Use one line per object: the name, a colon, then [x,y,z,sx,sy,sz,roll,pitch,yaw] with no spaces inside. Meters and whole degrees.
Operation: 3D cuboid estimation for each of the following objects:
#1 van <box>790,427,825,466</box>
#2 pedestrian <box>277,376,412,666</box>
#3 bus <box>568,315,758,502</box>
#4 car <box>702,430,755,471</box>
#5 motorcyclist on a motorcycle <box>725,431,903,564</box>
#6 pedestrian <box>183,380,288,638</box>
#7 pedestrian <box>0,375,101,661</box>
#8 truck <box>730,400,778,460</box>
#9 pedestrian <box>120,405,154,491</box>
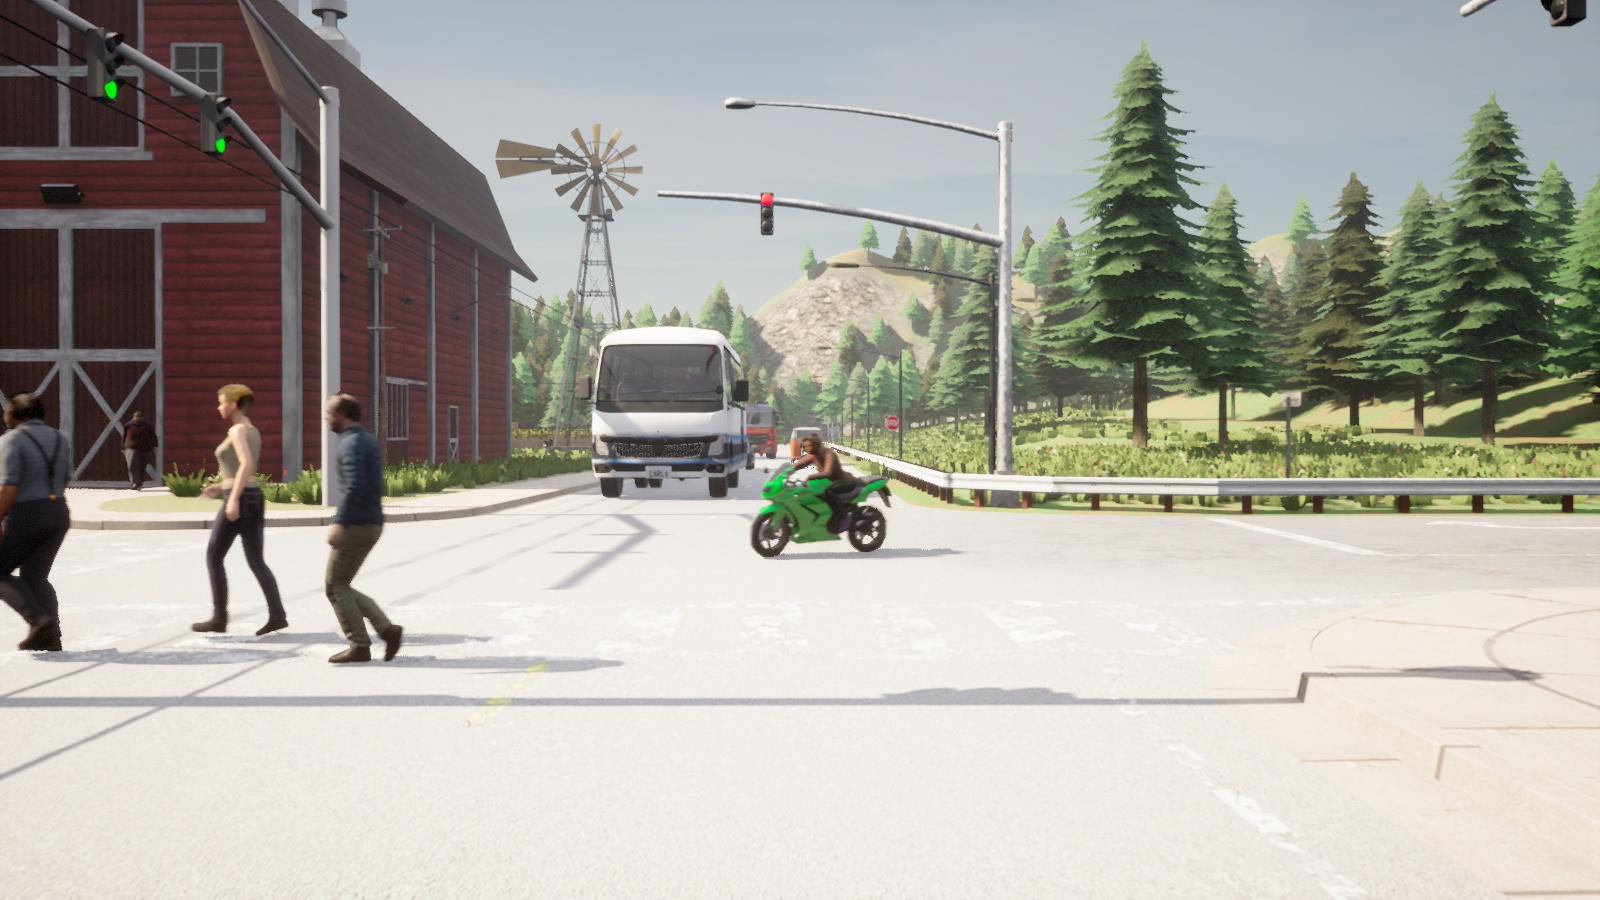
van: [0.388,-0.220,66.528,1.775,1.987,4.442,0,1,0]
pedestrian: [-2.946,0.449,8.156,0.726,1.842,0.402,0,1,0]
bus: [-3.294,-0.999,33.804,3.944,4.253,10.273,0,1,0]
car: [-3.164,-0.009,56.548,2.097,1.767,4.553,0,1,0]
motorcyclist on a motorcycle: [0.186,0.551,15.469,2.044,1.523,0.797,0,3,-31]
pedestrian: [-4.087,0.416,9.106,0.594,1.836,0.345,0,1,3]
pedestrian: [-5.216,0.438,8.459,0.694,1.848,0.540,0,1,15]
truck: [-3.013,-1.330,84.089,2.891,3.827,8.468,0,1,0]
pedestrian: [-14.444,-0.049,27.353,0.634,1.844,0.899,0,1,-28]
